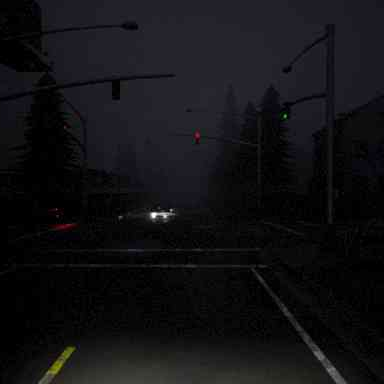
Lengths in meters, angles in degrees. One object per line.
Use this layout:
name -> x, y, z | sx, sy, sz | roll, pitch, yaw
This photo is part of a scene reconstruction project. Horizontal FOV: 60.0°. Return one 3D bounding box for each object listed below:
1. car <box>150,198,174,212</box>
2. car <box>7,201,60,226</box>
car -> -3.517, 1.564, 38.001 | 1.994, 1.385, 4.181 | 0, 0, 0
car -> -11.092, 1.317, 21.408 | 4.902, 1.511, 2.128 | 1, 0, -1
